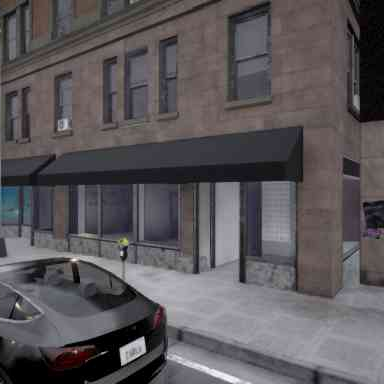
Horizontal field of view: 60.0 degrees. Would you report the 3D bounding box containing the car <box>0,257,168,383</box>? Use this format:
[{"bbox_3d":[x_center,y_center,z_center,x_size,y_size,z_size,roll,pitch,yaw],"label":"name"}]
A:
[{"bbox_3d":[-2.260,1.566,4.413,4.313,1.339,1.947,0,0,35],"label":"car"}]
